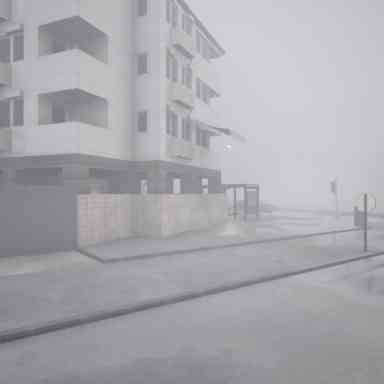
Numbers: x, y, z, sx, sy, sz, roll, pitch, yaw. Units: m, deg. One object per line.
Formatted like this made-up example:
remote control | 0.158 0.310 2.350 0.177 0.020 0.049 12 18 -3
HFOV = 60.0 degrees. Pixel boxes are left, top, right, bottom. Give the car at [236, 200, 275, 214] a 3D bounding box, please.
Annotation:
car | 6.555 1.490 35.101 2.128 1.511 4.902 0 0 -36
